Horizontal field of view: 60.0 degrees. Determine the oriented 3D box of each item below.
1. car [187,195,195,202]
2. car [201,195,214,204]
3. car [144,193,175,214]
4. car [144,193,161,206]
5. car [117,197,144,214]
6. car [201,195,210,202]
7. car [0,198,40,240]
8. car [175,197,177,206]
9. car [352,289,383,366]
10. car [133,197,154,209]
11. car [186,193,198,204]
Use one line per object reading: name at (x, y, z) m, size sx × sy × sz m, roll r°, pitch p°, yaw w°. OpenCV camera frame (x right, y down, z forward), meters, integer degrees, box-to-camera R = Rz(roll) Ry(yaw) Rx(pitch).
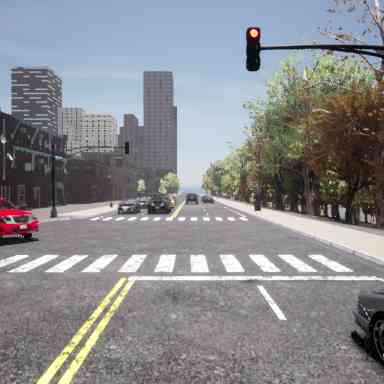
car at (-0.151, 1.494, 75.823) m, size 1.812 × 1.442 × 4.674 m, roll 0°, pitch 0°, yaw 0°
car at (3.228, 1.540, 64.991) m, size 1.994 × 1.385 × 4.181 m, roll 0°, pitch 0°, yaw -1°
car at (-3.422, 1.211, 35.909) m, size 2.150 × 2.045 × 5.566 m, roll 0°, pitch 0°, yaw 1°
car at (-6.694, 1.202, 56.672) m, size 2.150 × 2.045 × 5.566 m, roll 0°, pitch 0°, yaw 1°
car at (-6.661, 1.481, 35.582) m, size 2.128 × 1.511 × 4.902 m, roll 0°, pitch 0°, yaw 0°
car at (3.103, 1.448, 75.917) m, size 1.882 × 1.535 × 5.008 m, roll 0°, pitch 0°, yaw 0°
car at (-9.746, 1.261, 15.744) m, size 5.566 × 2.045 × 2.150 m, roll -2°, pitch -2°, yaw 28°
car at (-3.426, 1.462, 45.907) m, size 1.882 × 1.535 × 5.008 m, roll 0°, pitch 0°, yaw 0°
car at (3.345, 1.547, 2.571) m, size 2.033 × 1.411 × 5.357 m, roll 0°, pitch 0°, yaw 0°
car at (-6.675, 1.476, 45.983) m, size 2.128 × 1.511 × 4.902 m, roll 0°, pitch 0°, yaw 0°
car at (-0.023, 1.200, 62.726) m, size 2.150 × 2.045 × 5.566 m, roll 0°, pitch 0°, yaw 0°
